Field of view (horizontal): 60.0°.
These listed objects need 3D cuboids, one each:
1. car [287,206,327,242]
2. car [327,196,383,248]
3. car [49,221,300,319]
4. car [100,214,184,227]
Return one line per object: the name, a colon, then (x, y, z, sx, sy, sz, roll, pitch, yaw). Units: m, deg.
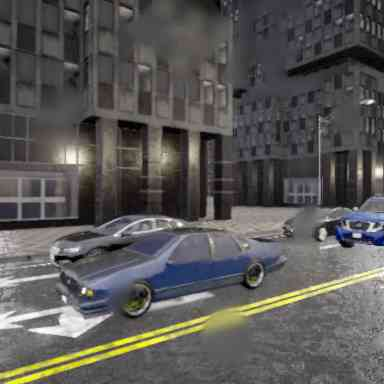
car: (6.468, 1.476, 16.263, 4.892, 1.490, 1.837, 0, 0, -35)
car: (8.142, 1.193, 13.487, 5.566, 2.045, 2.150, 0, 0, -36)
car: (-0.145, 1.540, 7.570, 5.357, 1.411, 2.033, 0, 0, -36)
car: (-1.784, 1.484, 10.400, 4.902, 1.511, 2.128, 0, 0, -36)
